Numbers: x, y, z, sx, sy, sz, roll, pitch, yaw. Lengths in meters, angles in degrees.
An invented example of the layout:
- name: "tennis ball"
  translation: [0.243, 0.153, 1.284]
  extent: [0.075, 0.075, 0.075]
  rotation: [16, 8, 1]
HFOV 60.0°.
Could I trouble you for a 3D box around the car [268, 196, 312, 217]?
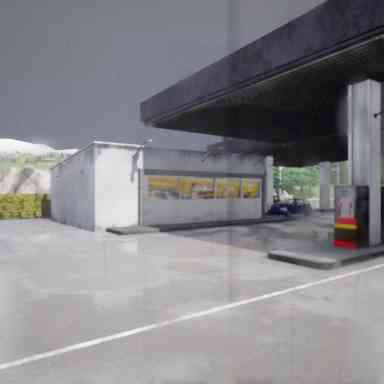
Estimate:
- name: "car"
  translation: [9.333, 1.465, 31.678]
  extent: [4.611, 1.667, 2.242]
  rotation: [0, 0, -36]
